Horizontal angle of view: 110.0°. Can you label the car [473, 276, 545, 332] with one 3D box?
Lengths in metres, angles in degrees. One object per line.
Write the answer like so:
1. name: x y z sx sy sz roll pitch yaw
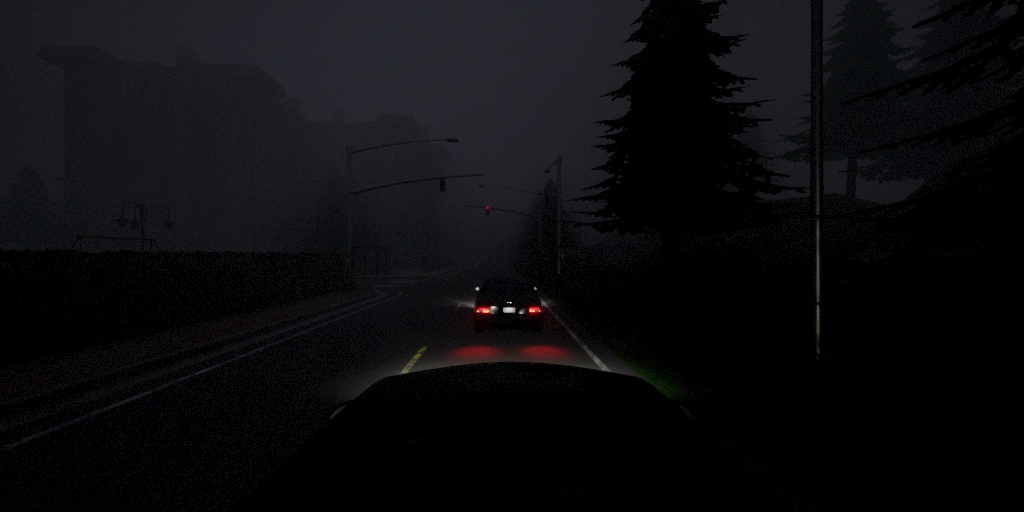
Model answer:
1. car: -0.155 1.297 10.797 2.033 1.411 5.357 0 0 -2
